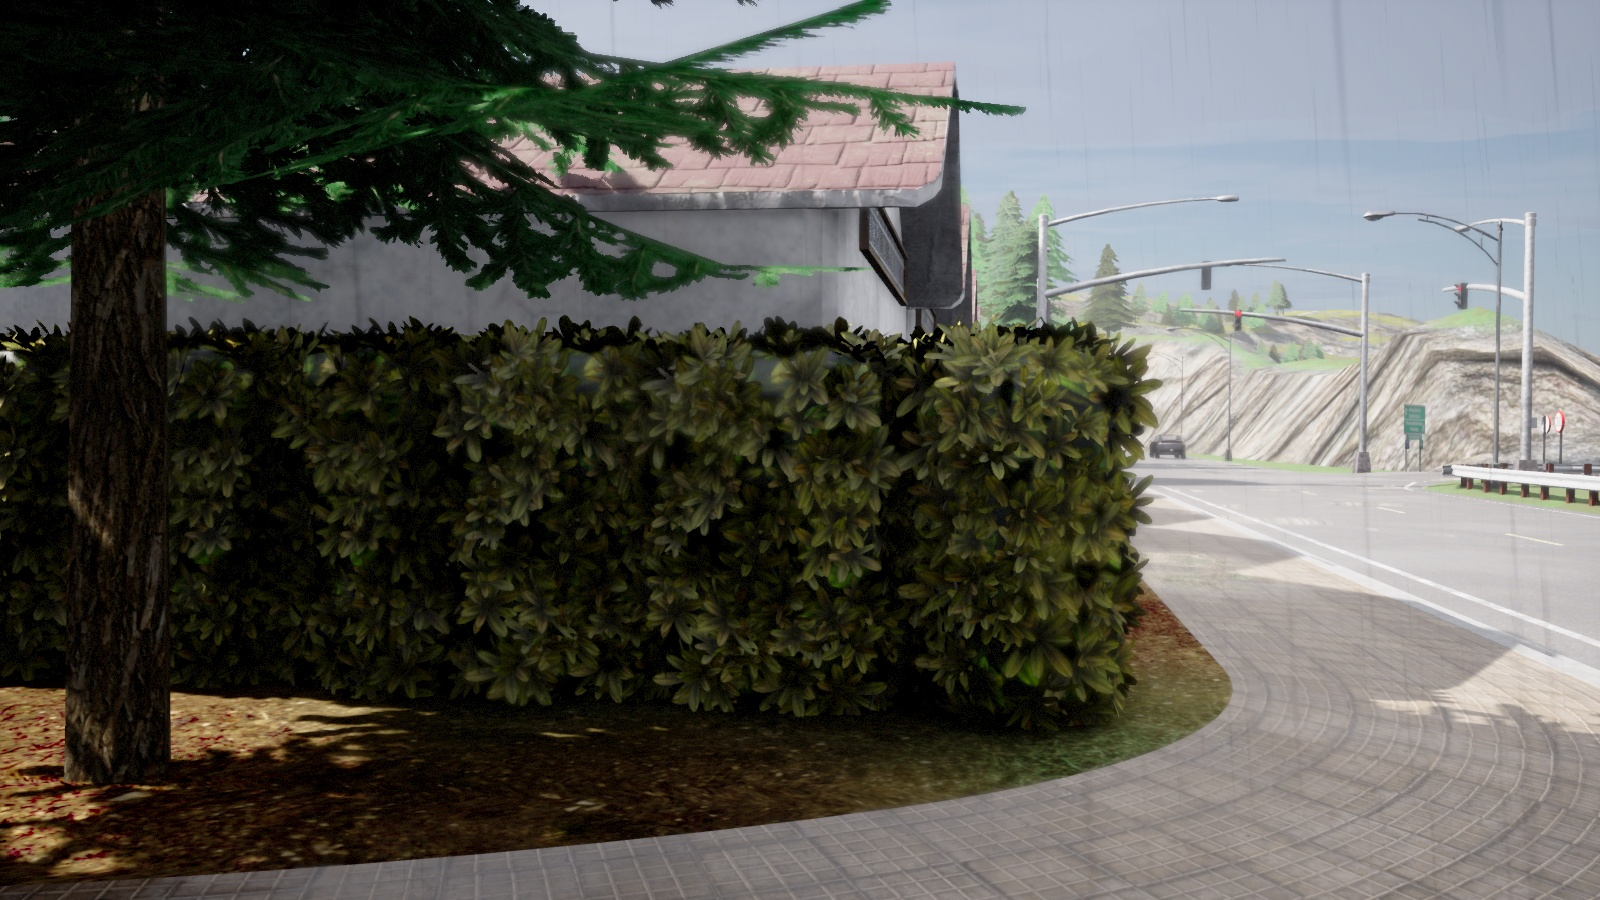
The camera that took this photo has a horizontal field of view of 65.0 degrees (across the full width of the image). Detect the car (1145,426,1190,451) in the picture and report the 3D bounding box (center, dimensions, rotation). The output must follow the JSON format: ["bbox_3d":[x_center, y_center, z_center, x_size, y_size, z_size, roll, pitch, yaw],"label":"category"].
[{"bbox_3d":[22.935,-0.756,78.515,2.128,1.511,4.902,0,1,9],"label":"car"}]
